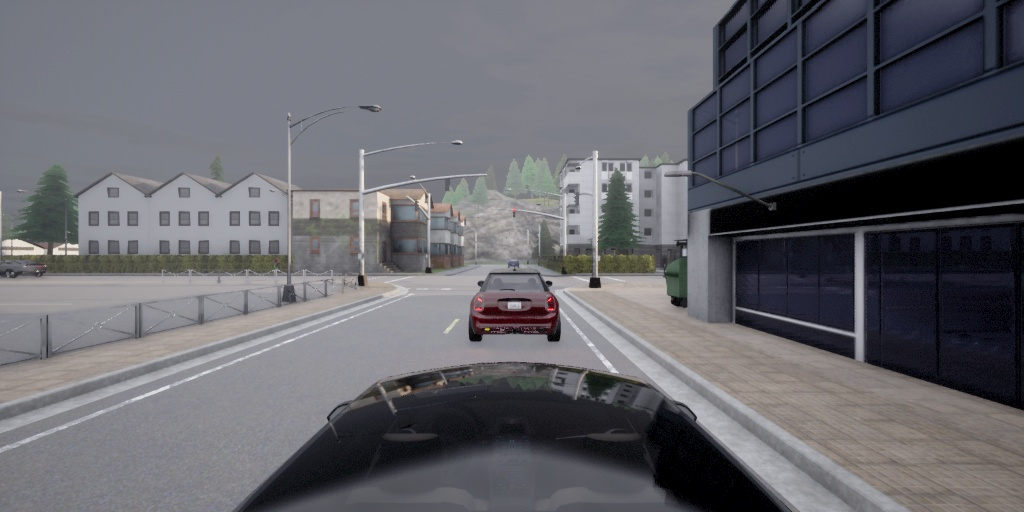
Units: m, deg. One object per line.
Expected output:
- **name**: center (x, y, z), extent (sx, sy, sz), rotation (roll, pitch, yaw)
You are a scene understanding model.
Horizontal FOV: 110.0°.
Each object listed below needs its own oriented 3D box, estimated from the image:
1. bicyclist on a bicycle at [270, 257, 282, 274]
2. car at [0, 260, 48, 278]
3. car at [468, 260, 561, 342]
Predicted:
- **bicyclist on a bicycle**: center (-22.227, 0.874, 33.802), extent (0.582, 1.620, 1.656), rotation (0, 0, 0)
- **car**: center (-42.115, 1.065, 30.041), extent (4.902, 1.511, 2.128), rotation (0, 0, 0)
- **car**: center (0.081, 1.102, 9.970), extent (2.097, 1.767, 4.553), rotation (0, 0, 1)
